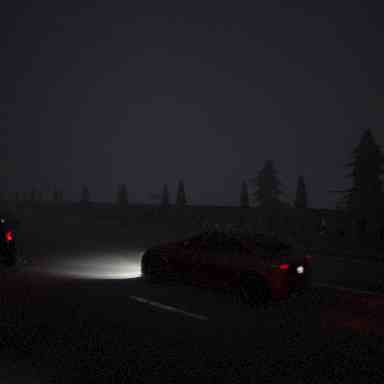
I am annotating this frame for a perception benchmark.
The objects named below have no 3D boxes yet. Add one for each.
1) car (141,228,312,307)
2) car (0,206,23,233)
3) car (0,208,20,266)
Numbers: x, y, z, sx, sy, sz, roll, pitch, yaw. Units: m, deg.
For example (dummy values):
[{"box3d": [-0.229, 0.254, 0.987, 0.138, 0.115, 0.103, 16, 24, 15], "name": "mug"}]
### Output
[{"box3d": [0.690, 1.585, 8.144, 4.181, 1.385, 1.994, 0, 0, 39], "name": "car"}, {"box3d": [-12.111, 1.650, 20.357, 1.994, 1.385, 4.181, 0, 0, -44], "name": "car"}, {"box3d": [-7.439, 1.392, 10.696, 4.553, 1.767, 2.097, 0, 0, 43], "name": "car"}]
